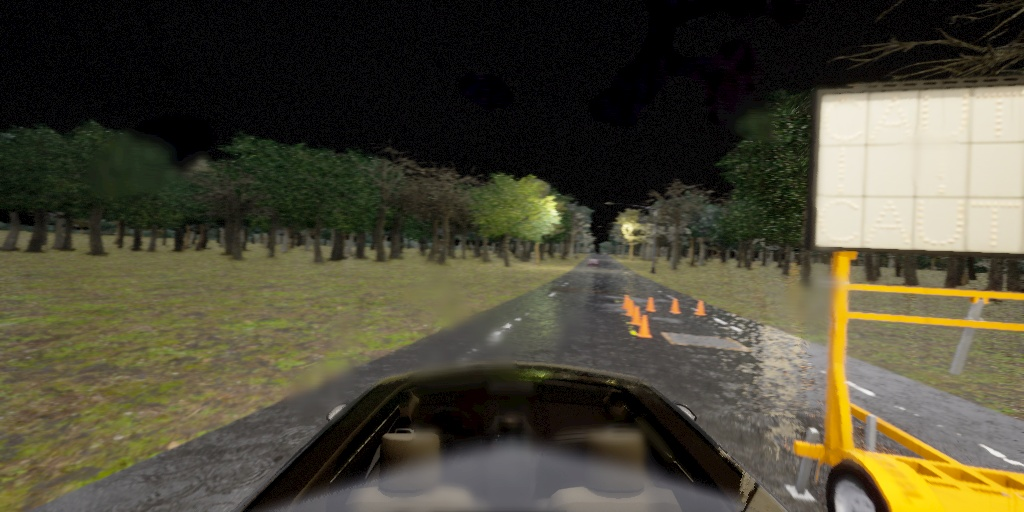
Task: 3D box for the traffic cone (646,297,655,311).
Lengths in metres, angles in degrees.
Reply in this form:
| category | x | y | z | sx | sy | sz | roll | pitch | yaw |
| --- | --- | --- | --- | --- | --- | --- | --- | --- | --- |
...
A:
| category | x | y | z | sx | sy | sz | roll | pitch | yaw |
| --- | --- | --- | --- | --- | --- | --- | --- | --- | --- |
| traffic cone | 6.044 | 2.083 | 15.670 | 0.340 | 0.580 | 0.340 | 0 | 0 | 13 |

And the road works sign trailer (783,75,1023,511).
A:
| category | x | y | z | sx | sy | sz | roll | pitch | yaw |
| --- | --- | --- | --- | --- | --- | --- | --- | --- | --- |
| road works sign trailer | 3.541 | 0.407 | 2.906 | 2.380 | 3.560 | 2.880 | 0 | 0 | 13 |

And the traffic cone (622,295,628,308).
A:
| category | x | y | z | sx | sy | sz | roll | pitch | yaw |
| --- | --- | --- | --- | --- | --- | --- | --- | --- | --- |
| traffic cone | 5.072 | 2.034 | 15.900 | 0.340 | 0.580 | 0.340 | 0 | 0 | 13 |

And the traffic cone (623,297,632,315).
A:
| category | x | y | z | sx | sy | sz | roll | pitch | yaw |
| --- | --- | --- | --- | --- | --- | --- | --- | --- | --- |
| traffic cone | 4.614 | 2.005 | 13.953 | 0.340 | 0.580 | 0.340 | 0 | 0 | 13 |

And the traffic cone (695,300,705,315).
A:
| category | x | y | z | sx | sy | sz | roll | pitch | yaw |
| --- | --- | --- | --- | --- | --- | --- | --- | --- | --- |
| traffic cone | 7.988 | 2.180 | 15.211 | 0.340 | 0.580 | 0.340 | 0 | 0 | 13 |

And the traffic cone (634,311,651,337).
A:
| category | x | y | z | sx | sy | sz | roll | pitch | yaw |
| --- | --- | --- | --- | --- | --- | --- | --- | --- | --- |
| traffic cone | 3.698 | 1.945 | 10.060 | 0.340 | 0.580 | 0.340 | 0 | 0 | 13 |

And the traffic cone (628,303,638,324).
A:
| category | x | y | z | sx | sy | sz | roll | pitch | yaw |
| --- | --- | --- | --- | --- | --- | --- | --- | --- | --- |
| traffic cone | 4.156 | 1.976 | 12.006 | 0.340 | 0.580 | 0.340 | 0 | 0 | 13 |

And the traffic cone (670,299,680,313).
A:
| category | x | y | z | sx | sy | sz | roll | pitch | yaw |
| --- | --- | --- | --- | --- | --- | --- | --- | --- | --- |
| traffic cone | 7.016 | 2.131 | 15.441 | 0.340 | 0.580 | 0.340 | 0 | 0 | 13 |
